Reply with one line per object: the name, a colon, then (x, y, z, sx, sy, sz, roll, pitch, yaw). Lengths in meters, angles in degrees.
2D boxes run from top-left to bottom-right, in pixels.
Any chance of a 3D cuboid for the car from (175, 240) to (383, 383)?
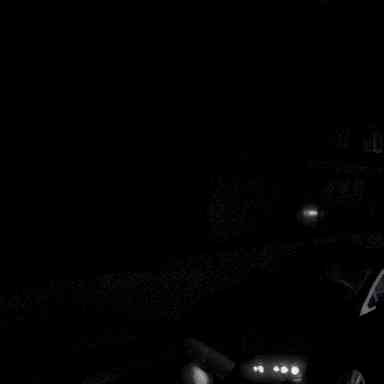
car: (2.078, 1.494, 4.561, 4.902, 1.511, 2.128, 0, 0, -36)
